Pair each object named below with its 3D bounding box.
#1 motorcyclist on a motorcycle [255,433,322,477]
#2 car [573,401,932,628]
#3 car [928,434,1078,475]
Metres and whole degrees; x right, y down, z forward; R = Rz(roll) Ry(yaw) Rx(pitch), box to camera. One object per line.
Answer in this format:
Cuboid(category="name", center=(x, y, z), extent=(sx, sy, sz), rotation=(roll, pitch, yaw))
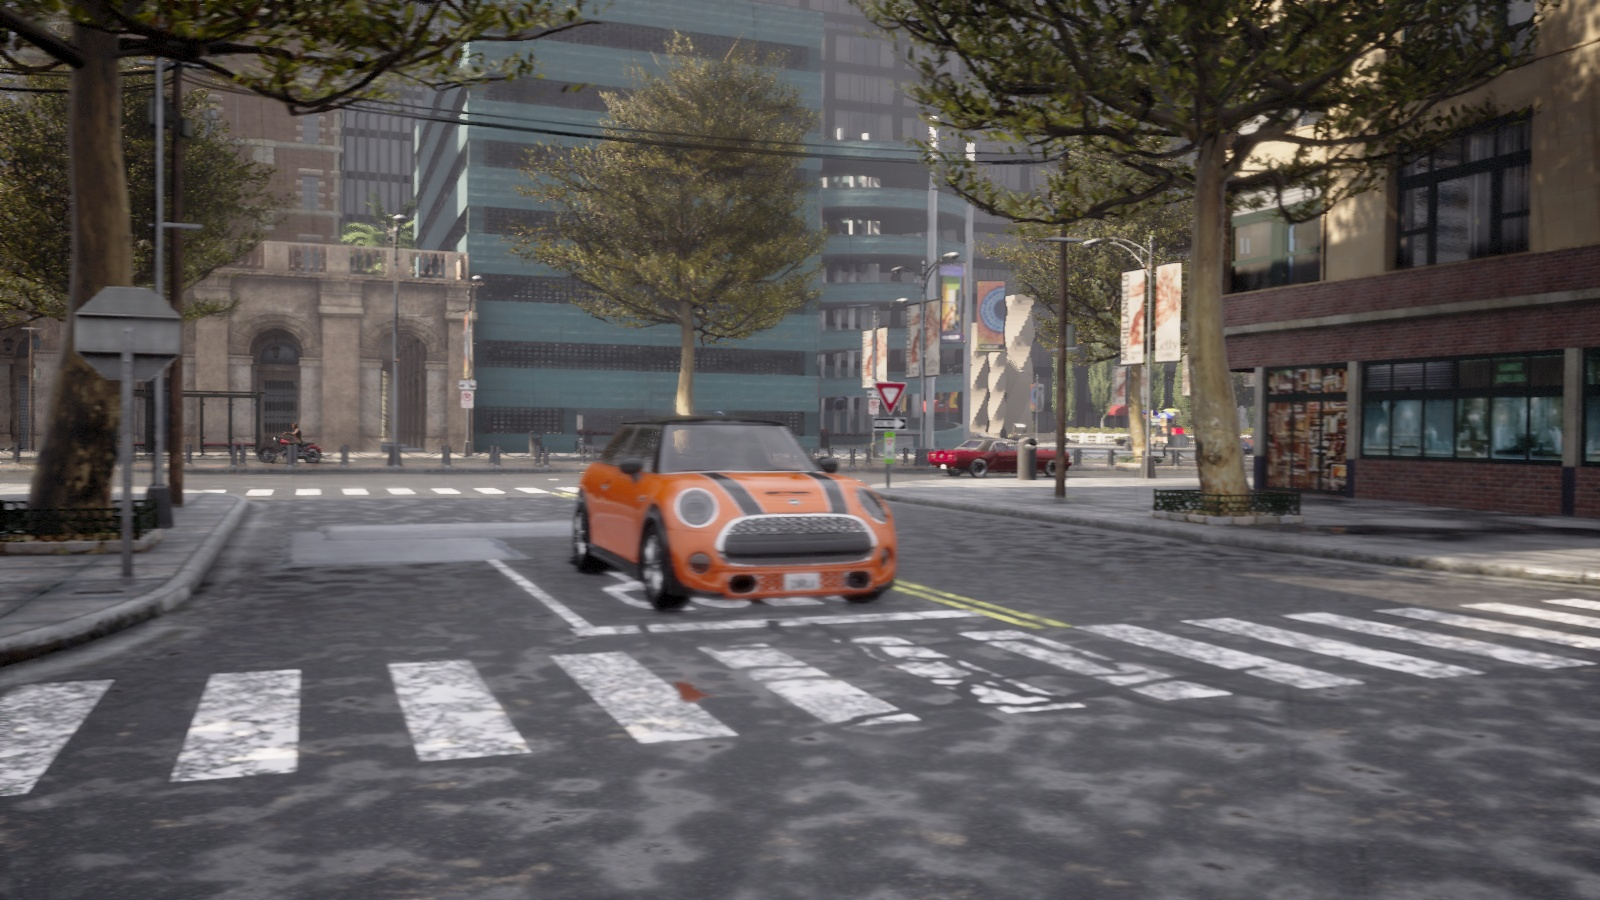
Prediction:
Cuboid(category="motorcyclist on a motorcycle", center=(-19.792, 0.170, 48.680), extent=(2.350, 1.649, 0.766), rotation=(-1, 1, -21))
Cuboid(category="car", center=(-0.709, 0.464, 12.307), extent=(2.097, 1.767, 4.553), rotation=(-1, 1, -22))
Cuboid(category="car", center=(6.910, 0.128, 42.765), extent=(4.718, 1.301, 1.895), rotation=(-1, 1, -22))
